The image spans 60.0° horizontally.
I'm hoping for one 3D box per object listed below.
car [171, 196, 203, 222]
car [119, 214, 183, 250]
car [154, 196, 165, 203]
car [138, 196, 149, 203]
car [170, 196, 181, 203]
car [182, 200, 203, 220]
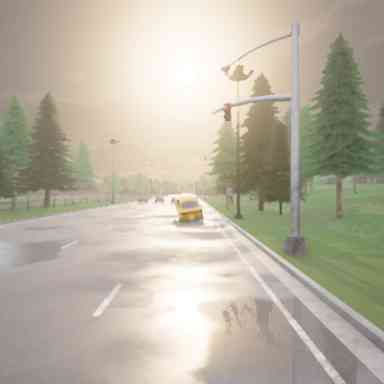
[{"bbox_3d":[-0.365,1.100,26.980,1.882,1.535,5.008,-8,16,-6],"label":"car"},{"bbox_3d":[-3.636,3.621,30.048,5.357,2.033,1.411,-9,25,1],"label":"car"},{"bbox_3d":[-7.021,1.619,71.961,2.033,1.411,5.357,0,0,0],"label":"car"},{"bbox_3d":[-10.521,1.619,71.960,2.033,1.411,5.357,0,0,0],"label":"car"},{"bbox_3d":[-3.521,1.632,71.962,1.994,1.385,4.181,0,0,0],"label":"car"},{"bbox_3d":[0.030,1.597,30.516,1.812,1.442,4.674,0,2,0],"label":"car"}]
